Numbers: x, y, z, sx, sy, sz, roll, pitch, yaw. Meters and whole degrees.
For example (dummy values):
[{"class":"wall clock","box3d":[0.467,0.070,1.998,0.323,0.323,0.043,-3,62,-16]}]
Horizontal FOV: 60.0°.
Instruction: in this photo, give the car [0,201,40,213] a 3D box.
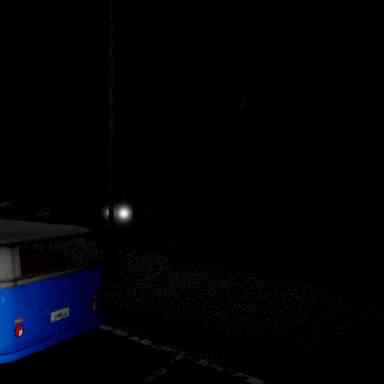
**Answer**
[{"class":"car","box3d":[-15.416,1.517,28.506,1.812,1.442,4.674,0,0,32]}]

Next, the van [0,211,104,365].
[{"class":"van","box3d":[-3.203,1.341,5.361,3.998,1.788,1.690,0,0,36]}]
